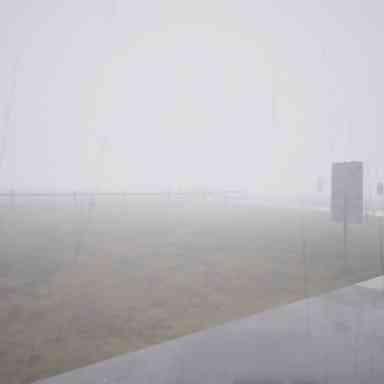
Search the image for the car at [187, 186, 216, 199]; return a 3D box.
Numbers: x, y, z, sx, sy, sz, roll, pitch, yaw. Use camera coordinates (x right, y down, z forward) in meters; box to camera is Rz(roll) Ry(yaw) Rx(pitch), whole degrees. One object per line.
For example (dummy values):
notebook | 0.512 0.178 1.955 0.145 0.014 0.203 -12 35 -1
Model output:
car | 1.300 0.060 43.015 1.837 1.490 4.892 1 2 -36
